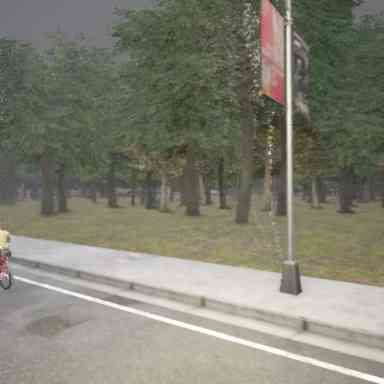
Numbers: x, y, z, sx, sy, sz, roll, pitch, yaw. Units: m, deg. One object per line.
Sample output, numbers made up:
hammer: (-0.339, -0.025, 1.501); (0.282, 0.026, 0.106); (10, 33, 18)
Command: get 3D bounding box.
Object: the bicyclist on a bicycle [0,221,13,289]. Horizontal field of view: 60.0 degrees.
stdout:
bicyclist on a bicycle: (-4.758, 1.484, 8.082); (1.509, 1.612, 0.866); (0, 0, 35)
